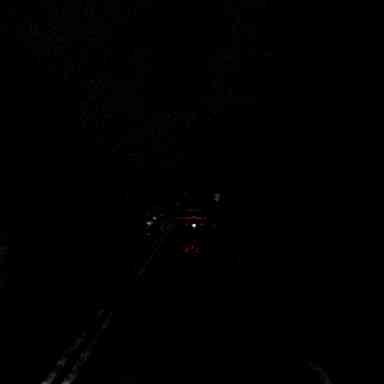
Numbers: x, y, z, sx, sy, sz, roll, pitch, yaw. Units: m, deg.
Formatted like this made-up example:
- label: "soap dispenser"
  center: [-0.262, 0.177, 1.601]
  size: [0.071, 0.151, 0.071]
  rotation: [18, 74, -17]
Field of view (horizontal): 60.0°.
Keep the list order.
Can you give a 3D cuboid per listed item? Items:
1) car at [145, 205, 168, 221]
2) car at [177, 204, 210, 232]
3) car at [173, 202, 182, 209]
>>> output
- label: "car"
  center: [-3.293, 1.979, 32.062]
  size: [2.033, 1.411, 5.357]
  rotation: [0, -1, 0]
- label: "car"
  center: [0.128, 1.760, 22.125]
  size: [1.837, 1.490, 4.892]
  rotation: [0, -1, 0]
- label: "car"
  center: [-2.988, 2.949, 71.944]
  size: [1.882, 1.535, 5.008]
  rotation: [0, -2, 0]
